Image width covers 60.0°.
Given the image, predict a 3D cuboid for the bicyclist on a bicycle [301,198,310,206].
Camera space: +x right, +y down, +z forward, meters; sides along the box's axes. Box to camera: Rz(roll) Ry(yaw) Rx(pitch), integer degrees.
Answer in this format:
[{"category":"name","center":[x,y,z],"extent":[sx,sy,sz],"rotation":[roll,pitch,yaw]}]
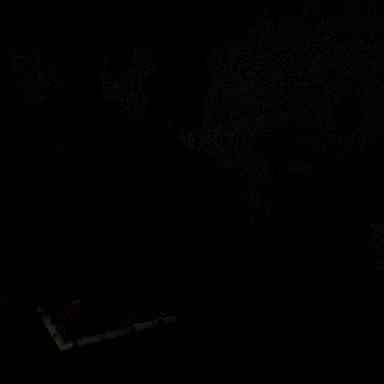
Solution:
[{"category":"bicyclist on a bicycle","center":[10.909,1.448,32.019],"extent":[1.656,1.620,0.582],"rotation":[0,0,-35]}]
